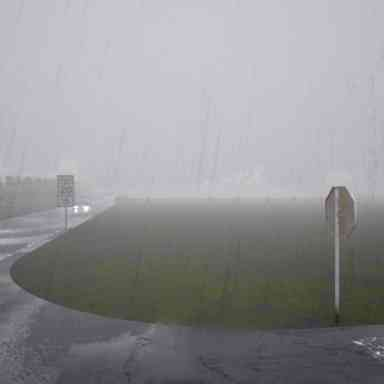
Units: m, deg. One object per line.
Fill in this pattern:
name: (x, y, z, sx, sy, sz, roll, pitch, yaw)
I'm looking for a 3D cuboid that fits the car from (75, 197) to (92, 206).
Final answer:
car: (-16.407, 1.337, 50.373, 1.895, 1.301, 4.718, 0, 0, -9)
